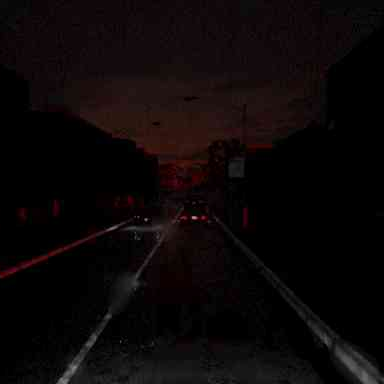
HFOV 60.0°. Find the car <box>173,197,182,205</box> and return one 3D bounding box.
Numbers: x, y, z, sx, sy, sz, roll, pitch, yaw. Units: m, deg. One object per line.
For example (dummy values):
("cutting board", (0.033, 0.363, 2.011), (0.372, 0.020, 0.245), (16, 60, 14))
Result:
("car", (-2.747, 1.789, 67.212), (2.033, 1.411, 5.357), (0, 0, 0))

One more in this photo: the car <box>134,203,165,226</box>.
("car", (-3.078, 1.634, 24.821), (1.837, 1.490, 4.892), (0, 0, 0))

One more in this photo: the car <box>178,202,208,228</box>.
("car", (0.131, 1.671, 23.269), (2.033, 1.411, 5.357), (0, 0, 0))

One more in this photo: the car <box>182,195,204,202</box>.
("car", (0.213, 1.392, 40.577), (2.150, 2.045, 5.566), (0, -1, 0))
